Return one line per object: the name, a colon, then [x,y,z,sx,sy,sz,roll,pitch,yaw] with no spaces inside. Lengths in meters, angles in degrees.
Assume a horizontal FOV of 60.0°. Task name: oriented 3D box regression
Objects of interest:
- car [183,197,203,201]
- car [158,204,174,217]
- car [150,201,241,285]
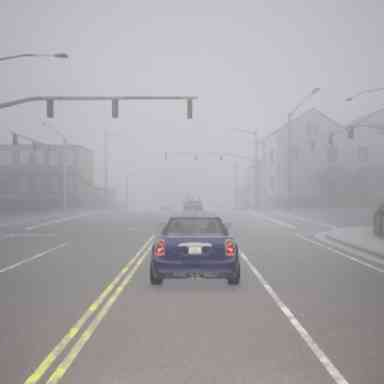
car: [0.108,1.267,34.198,2.128,1.511,4.902,0,0,0]
car: [-3.619,2.654,46.596,1.994,1.385,4.181,0,-8,0]
car: [0.080,1.297,9.502,2.097,1.767,4.553,0,0,0]
